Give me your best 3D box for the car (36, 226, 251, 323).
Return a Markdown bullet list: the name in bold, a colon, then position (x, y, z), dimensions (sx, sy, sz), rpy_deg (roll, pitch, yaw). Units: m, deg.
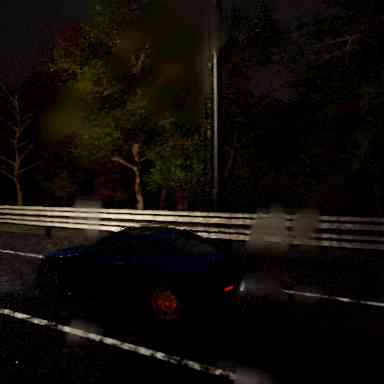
- **car**: position (-1.128, 1.440, 6.869), dimensions (4.674, 1.442, 1.812), rpy_deg (0, 1, 29)
